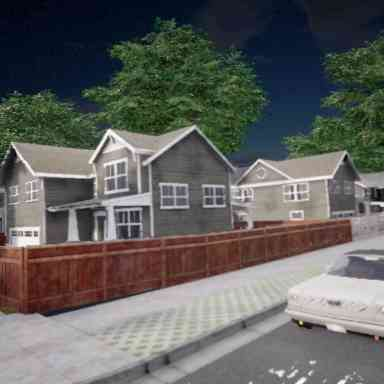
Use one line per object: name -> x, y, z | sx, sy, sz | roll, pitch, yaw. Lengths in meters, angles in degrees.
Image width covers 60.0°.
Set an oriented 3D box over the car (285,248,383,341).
car -> 3.860, 1.939, 6.988 | 1.895, 1.301, 4.718 | -7, -6, 44
